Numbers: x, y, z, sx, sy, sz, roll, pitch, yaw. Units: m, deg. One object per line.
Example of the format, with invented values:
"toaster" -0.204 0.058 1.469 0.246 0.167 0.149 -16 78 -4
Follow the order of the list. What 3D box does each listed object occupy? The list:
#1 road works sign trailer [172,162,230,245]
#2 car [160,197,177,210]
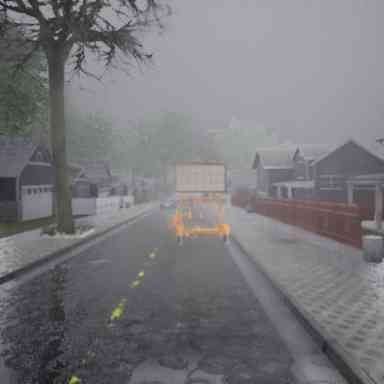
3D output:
"road works sign trailer" 0.363 0.416 15.455 2.380 3.560 2.880 0 0 -7
"car" -2.831 1.396 40.320 2.128 1.511 4.902 0 0 0
